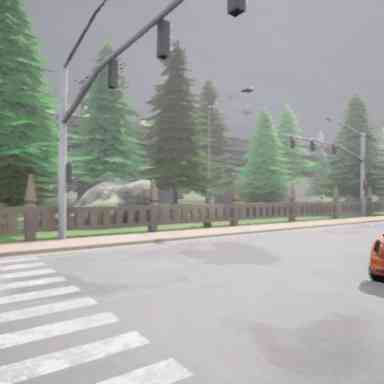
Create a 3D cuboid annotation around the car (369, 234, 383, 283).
[{"bbox_3d":[6.653,1.441,8.719,4.553,1.767,2.097,1,0,-36],"label":"car"}]
